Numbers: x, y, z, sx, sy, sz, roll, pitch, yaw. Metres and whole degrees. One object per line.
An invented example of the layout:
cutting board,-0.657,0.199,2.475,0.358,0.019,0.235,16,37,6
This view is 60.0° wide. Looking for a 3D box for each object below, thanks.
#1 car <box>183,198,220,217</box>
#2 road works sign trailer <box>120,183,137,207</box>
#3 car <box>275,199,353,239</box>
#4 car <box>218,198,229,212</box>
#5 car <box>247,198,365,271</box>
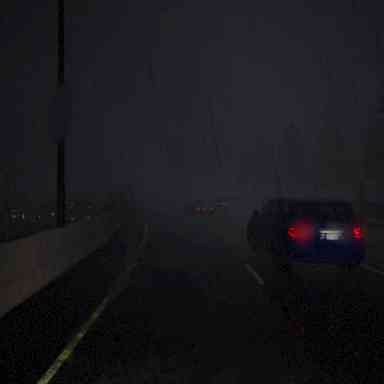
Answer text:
car,0.561,1.491,30.861,2.033,1.411,5.357,0,0,-14
road works sign trailer,-9.771,0.373,50.135,2.380,3.560,2.880,0,0,-28
car,6.283,1.318,17.802,2.097,1.767,4.553,0,0,-6
car,2.546,1.425,36.747,2.128,1.511,4.902,0,0,-16
car,3.378,1.201,10.983,2.150,2.045,5.566,0,0,-3
